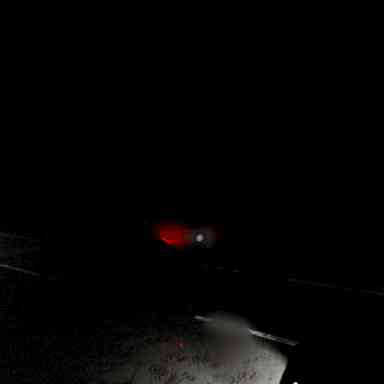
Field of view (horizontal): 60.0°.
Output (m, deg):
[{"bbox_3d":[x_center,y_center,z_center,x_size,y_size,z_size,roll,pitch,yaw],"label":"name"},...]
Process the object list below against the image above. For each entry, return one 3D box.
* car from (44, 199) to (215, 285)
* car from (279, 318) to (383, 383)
[{"bbox_3d":[-1.982,1.215,9.722,5.566,2.045,2.150,0,0,36],"label":"car"},{"bbox_3d":[2.692,1.566,2.168,4.181,1.385,1.994,0,0,35],"label":"car"}]
